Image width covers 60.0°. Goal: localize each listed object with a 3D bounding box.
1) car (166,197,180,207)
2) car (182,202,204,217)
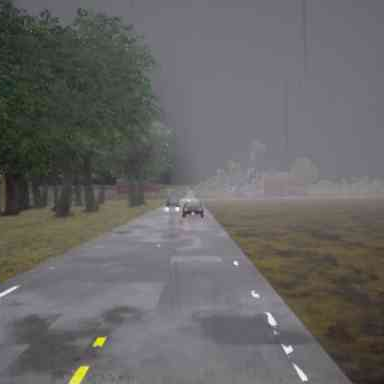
[{"bbox_3d":[-2.764,1.470,49.365,1.837,1.490,4.892,0,0,0],"label":"car"},{"bbox_3d":[0.092,1.559,31.050,1.895,1.301,4.718,0,0,0],"label":"car"}]
